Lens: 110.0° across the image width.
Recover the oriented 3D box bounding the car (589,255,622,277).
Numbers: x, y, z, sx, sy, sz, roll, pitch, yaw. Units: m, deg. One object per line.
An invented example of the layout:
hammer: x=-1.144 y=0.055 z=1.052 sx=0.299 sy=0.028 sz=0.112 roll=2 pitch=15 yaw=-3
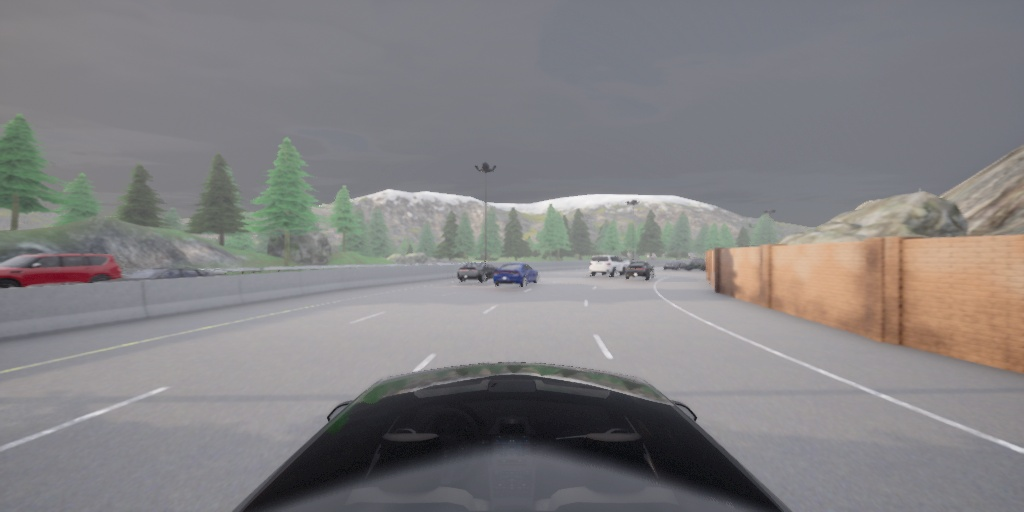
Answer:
car: x=9.338 y=0.942 z=34.895 sx=2.150 sy=2.045 sz=5.566 roll=0 pitch=0 yaw=32

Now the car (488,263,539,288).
car: x=0.394 y=1.198 z=24.077 sx=1.882 sy=1.535 sz=5.008 roll=0 pitch=0 yaw=20

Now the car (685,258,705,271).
car: x=25.547 y=1.089 z=47.863 sx=4.553 sy=1.767 sz=2.097 roll=0 pitch=0 yaw=-37

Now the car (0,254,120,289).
car: x=-23.134 y=0.895 z=17.738 sx=2.150 sy=2.045 sz=5.566 roll=0 pitch=0 yaw=10

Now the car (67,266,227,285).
car: x=-16.200 y=1.252 z=16.785 sx=2.033 sy=1.411 sz=5.357 roll=0 pitch=0 yaw=10

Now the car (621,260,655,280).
car: x=11.027 y=1.236 z=30.749 sx=1.837 sy=1.490 sz=4.892 roll=-1 pitch=-1 yaw=29

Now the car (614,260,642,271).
car: x=15.734 y=1.244 z=48.360 sx=1.812 sy=1.442 sz=4.674 roll=0 pitch=0 yaw=43

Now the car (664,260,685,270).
car: x=23.117 y=1.293 z=50.344 sx=4.181 sy=1.385 sz=1.994 roll=0 pitch=0 yaw=-39

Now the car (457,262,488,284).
car: x=-2.304 y=1.203 z=26.822 sx=2.128 sy=1.511 sz=4.902 roll=0 pitch=0 yaw=21
